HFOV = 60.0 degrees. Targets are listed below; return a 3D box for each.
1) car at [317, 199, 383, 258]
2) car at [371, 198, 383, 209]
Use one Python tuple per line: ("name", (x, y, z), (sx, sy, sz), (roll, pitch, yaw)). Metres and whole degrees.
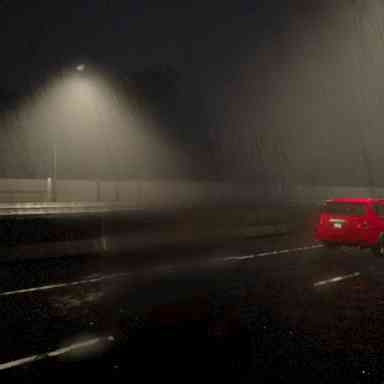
("car", (7.363, 1.280, 13.313), (5.566, 2.045, 2.150), (0, 0, -35))
("car", (29.317, 1.750, 50.517), (4.892, 1.490, 1.837), (0, 0, -35))
